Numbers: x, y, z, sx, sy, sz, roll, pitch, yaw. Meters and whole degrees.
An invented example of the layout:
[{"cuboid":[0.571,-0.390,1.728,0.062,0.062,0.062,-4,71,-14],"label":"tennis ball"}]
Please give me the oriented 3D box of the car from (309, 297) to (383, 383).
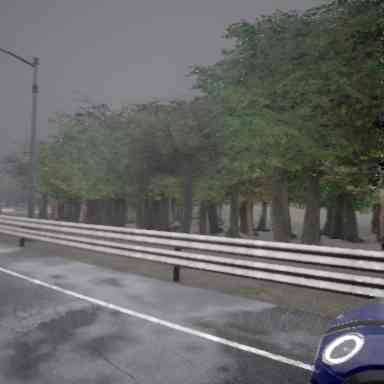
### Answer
[{"cuboid":[3.413,1.514,2.744,4.553,1.767,2.097,0,-2,34],"label":"car"}]
